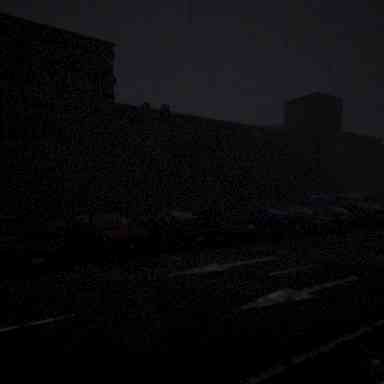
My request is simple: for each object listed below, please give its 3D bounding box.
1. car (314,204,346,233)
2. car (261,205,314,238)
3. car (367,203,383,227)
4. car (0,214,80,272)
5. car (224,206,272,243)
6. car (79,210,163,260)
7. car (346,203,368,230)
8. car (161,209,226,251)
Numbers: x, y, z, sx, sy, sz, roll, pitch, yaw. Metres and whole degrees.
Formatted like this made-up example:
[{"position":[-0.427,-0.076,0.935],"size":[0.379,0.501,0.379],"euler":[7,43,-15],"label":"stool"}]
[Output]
[{"position":[5.819,1.504,19.264],"size":[2.231,1.521,4.892],"euler":[0,0,-35],"label":"car"},{"position":[3.550,1.497,17.659],"size":[2.097,1.535,5.008],"euler":[0,0,-35],"label":"car"},{"position":[10.253,1.547,22.404],"size":[2.163,1.488,4.792],"euler":[0,0,-35],"label":"car"},{"position":[-5.638,1.511,11.183],"size":[2.163,1.488,4.792],"euler":[0,0,-35],"label":"car"},{"position":[1.153,1.521,16.019],"size":[2.163,1.488,4.792],"euler":[0,0,-35],"label":"car"},{"position":[-3.383,1.484,12.807],"size":[2.097,1.535,5.008],"euler":[0,0,-35],"label":"car"},{"position":[7.996,1.550,20.782],"size":[2.002,1.452,4.674],"euler":[0,0,-35],"label":"car"},{"position":[-1.101,1.489,14.394],"size":[2.231,1.521,4.892],"euler":[0,0,-35],"label":"car"}]
